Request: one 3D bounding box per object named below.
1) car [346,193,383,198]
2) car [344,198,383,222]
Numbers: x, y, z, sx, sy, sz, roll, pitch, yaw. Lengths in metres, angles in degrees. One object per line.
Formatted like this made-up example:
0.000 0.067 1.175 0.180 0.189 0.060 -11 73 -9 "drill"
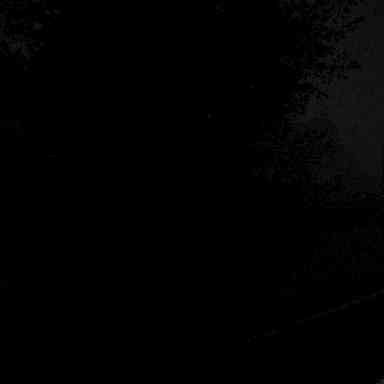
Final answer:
14.541 1.077 26.890 5.566 2.045 2.435 -1 -1 35 "car"
12.100 1.382 25.144 4.792 1.488 2.163 -1 -1 35 "car"
